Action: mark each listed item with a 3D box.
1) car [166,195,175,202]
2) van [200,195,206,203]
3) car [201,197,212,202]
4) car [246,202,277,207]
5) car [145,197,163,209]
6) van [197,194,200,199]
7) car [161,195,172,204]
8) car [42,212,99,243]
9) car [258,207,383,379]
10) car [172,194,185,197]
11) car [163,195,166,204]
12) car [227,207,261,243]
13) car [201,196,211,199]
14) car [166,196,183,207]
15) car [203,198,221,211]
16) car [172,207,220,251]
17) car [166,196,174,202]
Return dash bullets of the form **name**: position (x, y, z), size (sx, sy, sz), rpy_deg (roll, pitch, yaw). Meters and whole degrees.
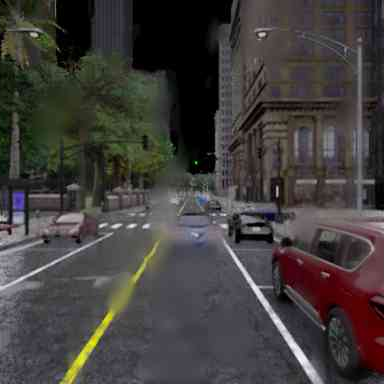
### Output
- **car**: position (-5.771, 1.701, 91.582), size (2.192, 1.841, 5.009), rpy_deg (0, 0, 0)
- **van**: position (2.756, 1.608, 59.041), size (1.690, 1.788, 3.998), rpy_deg (0, 0, 0)
- **car**: position (2.757, 1.787, 48.199), size (1.947, 1.339, 4.313), rpy_deg (0, 0, 0)
- **car**: position (6.323, 1.601, 27.312), size (4.553, 1.767, 2.097), rpy_deg (1, 0, -24)
- **car**: position (-5.768, 1.772, 48.219), size (2.008, 1.369, 4.403), rpy_deg (0, 0, 0)
- **van**: position (2.755, 1.689, 80.722), size (1.690, 1.788, 3.998), rpy_deg (0, 0, 0)
- **car**: position (-5.770, 1.644, 75.321), size (2.192, 1.841, 5.009), rpy_deg (0, 0, 0)
- **car**: position (-5.767, 1.661, 16.360), size (1.802, 1.307, 4.206), rpy_deg (0, 0, 0)
- **car**: position (2.758, 1.343, 5.493), size (2.192, 1.841, 5.009), rpy_deg (0, 0, 0)
- **car**: position (-3.005, 1.806, 73.096), size (1.837, 1.490, 4.892), rpy_deg (0, 0, 0)
- **car**: position (-5.769, 1.684, 53.639), size (1.967, 1.590, 4.097), rpy_deg (0, 0, 0)
- **car**: position (2.759, 1.645, 16.342), size (1.947, 1.339, 4.313), rpy_deg (0, 0, 0)
- **car**: position (2.757, 1.770, 53.790), size (1.752, 1.417, 4.829), rpy_deg (0, 0, 0)
- **car**: position (-3.057, 1.784, 57.059), size (1.812, 1.442, 4.674), rpy_deg (0, 0, 0)
- **car**: position (2.757, 1.764, 42.779), size (1.947, 1.339, 4.313), rpy_deg (0, 0, 0)
- **car**: position (0.099, 1.618, 14.506), size (2.033, 1.411, 5.357), rpy_deg (0, 0, 0)
- **car**: position (-5.770, 1.892, 85.991), size (1.752, 1.417, 4.829), rpy_deg (0, 0, 0)
